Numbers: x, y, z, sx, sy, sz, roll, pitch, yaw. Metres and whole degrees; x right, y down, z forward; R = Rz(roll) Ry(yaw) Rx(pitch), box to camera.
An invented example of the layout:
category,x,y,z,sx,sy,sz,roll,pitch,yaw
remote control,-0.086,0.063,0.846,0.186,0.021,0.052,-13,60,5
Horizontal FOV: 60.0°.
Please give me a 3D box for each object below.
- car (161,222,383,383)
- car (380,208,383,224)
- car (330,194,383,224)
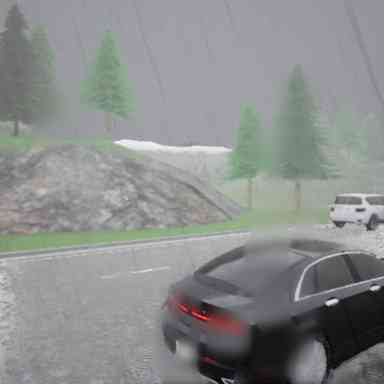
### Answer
category,x,y,z,sx,sy,sz,roll,pitch,yaw
car,1.882,1.484,5.087,4.892,1.490,1.837,-1,1,-35
car,11.363,1.506,16.151,4.718,1.301,1.895,0,0,-36
car,10.535,1.121,19.861,5.566,2.045,2.150,-1,0,-36
